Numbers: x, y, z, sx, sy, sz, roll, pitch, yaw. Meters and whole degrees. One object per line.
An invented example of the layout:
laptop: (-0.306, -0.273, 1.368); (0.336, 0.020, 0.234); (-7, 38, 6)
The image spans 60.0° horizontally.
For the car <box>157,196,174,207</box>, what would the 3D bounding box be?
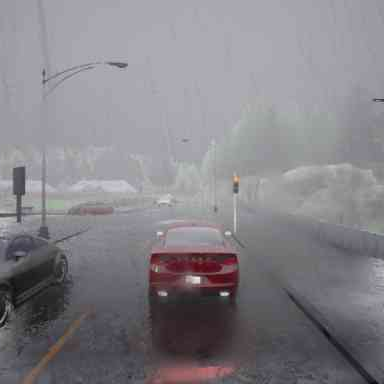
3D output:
car: (-4.139, 1.526, 50.861); (1.812, 1.442, 4.674); (0, 0, 0)

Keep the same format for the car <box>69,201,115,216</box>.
car: (-9.557, 1.564, 31.890); (4.181, 1.385, 1.994); (0, 0, -16)

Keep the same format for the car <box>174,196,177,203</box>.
car: (-4.081, 1.526, 67.319); (1.812, 1.442, 4.674); (0, 0, 0)

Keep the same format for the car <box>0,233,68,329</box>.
car: (-4.108, 1.564, 6.678); (1.994, 1.385, 4.181); (0, 0, 0)

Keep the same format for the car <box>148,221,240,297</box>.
car: (0.052, 1.478, 8.630); (1.882, 1.535, 5.008); (0, 0, 0)
